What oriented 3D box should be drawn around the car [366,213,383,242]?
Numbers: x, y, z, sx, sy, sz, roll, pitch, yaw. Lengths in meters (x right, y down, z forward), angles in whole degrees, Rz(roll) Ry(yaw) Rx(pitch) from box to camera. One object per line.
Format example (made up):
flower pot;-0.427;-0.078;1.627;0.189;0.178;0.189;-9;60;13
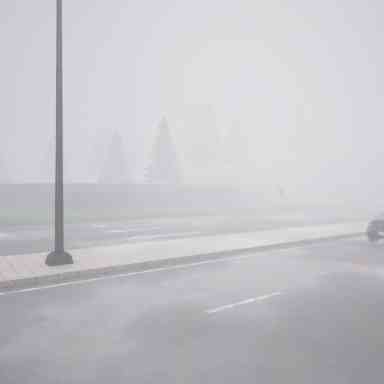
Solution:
car;9.623;1.524;14.909;4.674;1.442;1.812;0;0;-36
